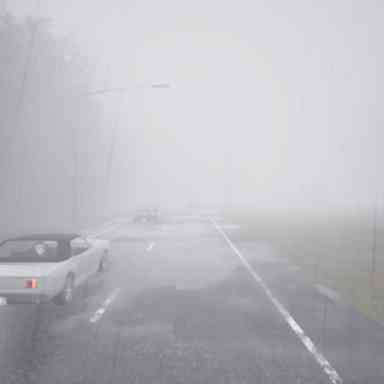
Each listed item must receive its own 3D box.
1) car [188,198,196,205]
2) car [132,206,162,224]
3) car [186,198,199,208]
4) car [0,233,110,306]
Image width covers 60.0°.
[{"bbox_3d":[-0.002,2.027,73.069,1.895,1.301,4.718,0,0,0],"label":"car"},{"bbox_3d":[-3.403,1.755,26.187,1.895,1.301,4.718,0,0,0],"label":"car"},{"bbox_3d":[0.098,1.883,54.192,1.994,1.385,4.181,0,0,0],"label":"car"},{"bbox_3d":[-3.402,1.649,8.083,1.895,1.301,4.718,0,0,0],"label":"car"}]
